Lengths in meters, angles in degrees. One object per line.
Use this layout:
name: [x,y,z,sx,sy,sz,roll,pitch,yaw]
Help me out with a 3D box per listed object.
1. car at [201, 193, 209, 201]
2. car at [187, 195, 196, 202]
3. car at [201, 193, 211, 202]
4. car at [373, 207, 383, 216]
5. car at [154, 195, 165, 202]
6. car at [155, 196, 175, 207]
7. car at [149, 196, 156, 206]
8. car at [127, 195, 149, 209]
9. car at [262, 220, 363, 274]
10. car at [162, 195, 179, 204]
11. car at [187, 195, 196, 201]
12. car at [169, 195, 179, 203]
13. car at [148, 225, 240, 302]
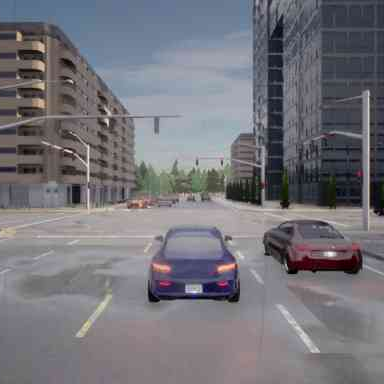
car: [3.427,1.225,87.844,2.150,2.045,5.566,0,0,1]
car: [-0.180,1.540,77.472,2.033,1.411,5.357,0,0,1]
car: [3.321,1.355,77.681,2.097,1.767,4.553,0,0,1]
car: [19.447,1.656,30.726,4.718,1.301,1.895,0,0,0]
car: [-7.208,1.470,74.962,1.882,1.535,5.008,0,0,1]
car: [-4.009,1.601,49.627,1.895,1.301,4.718,0,0,0]
car: [-7.492,1.352,54.240,2.097,1.767,4.553,0,0,0]
car: [-7.481,1.351,45.179,2.097,1.767,4.553,0,0,0]
car: [3.552,1.564,10.538,1.994,1.385,4.181,0,0,0]
car: [-3.932,1.601,60.085,1.895,1.301,4.718,0,0,1]
car: [-0.074,1.525,87.816,2.128,1.511,4.902,0,0,1]
car: [-3.755,1.478,70.435,1.882,1.535,5.008,0,0,1]
car: [0.044,1.526,8.114,1.812,1.442,4.674,0,0,0]
